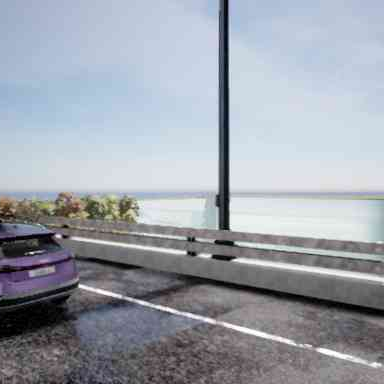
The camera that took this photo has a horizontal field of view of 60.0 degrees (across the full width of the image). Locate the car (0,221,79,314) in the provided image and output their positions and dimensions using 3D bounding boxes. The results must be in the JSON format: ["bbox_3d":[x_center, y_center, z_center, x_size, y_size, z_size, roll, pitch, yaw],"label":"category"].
[{"bbox_3d":[-4.389,1.432,7.025,4.856,1.649,2.033,0,0,36],"label":"car"}]
